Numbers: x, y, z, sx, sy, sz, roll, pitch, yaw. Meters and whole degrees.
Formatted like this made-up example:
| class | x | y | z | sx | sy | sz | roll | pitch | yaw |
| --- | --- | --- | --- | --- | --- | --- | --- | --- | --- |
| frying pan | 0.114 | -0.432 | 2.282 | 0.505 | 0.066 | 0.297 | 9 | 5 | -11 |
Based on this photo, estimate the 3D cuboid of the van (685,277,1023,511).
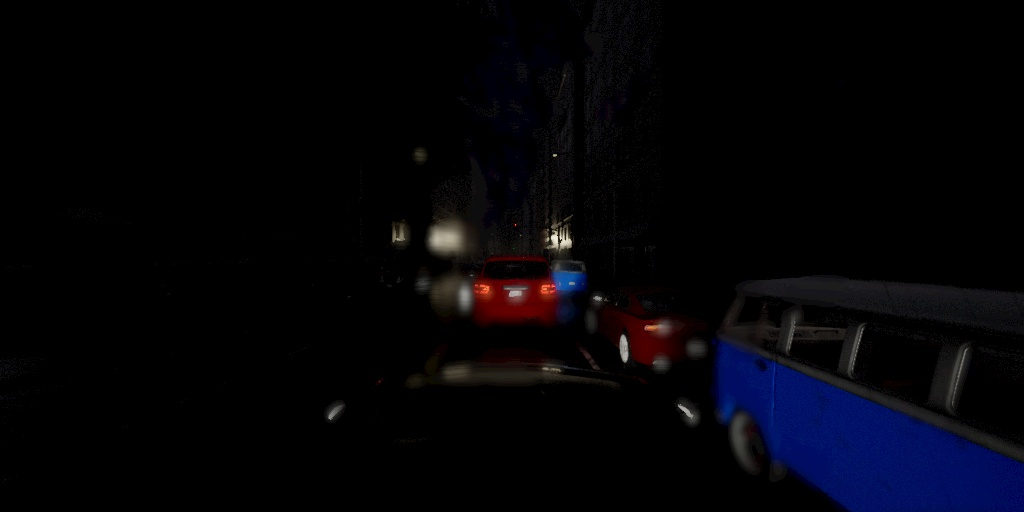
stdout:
| class | x | y | z | sx | sy | sz | roll | pitch | yaw |
| --- | --- | --- | --- | --- | --- | --- | --- | --- | --- |
| van | 2.856 | 1.091 | 2.107 | 1.690 | 1.789 | 3.998 | 0 | 0 | 0 |

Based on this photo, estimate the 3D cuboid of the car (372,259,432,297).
| class | x | y | z | sx | sy | sz | roll | pitch | yaw |
| --- | --- | --- | --- | --- | --- | --- | --- | --- | --- |
| car | -5.635 | 1.059 | 19.066 | 2.192 | 1.841 | 5.009 | 0 | 0 | 0 |

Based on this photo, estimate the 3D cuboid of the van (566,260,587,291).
| class | x | y | z | sx | sy | sz | roll | pitch | yaw |
| --- | --- | --- | --- | --- | --- | --- | --- | --- | --- |
| van | 2.890 | 1.085 | 19.089 | 1.690 | 1.789 | 3.998 | 0 | 0 | 0 |

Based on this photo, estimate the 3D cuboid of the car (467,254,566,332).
| class | x | y | z | sx | sy | sz | roll | pitch | yaw |
| --- | --- | --- | --- | --- | --- | --- | --- | --- | --- |
| car | 0.119 | 0.970 | 10.991 | 2.150 | 2.045 | 5.566 | 0 | 0 | 0 |

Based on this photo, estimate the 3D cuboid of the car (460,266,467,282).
| class | x | y | z | sx | sy | sz | roll | pitch | yaw |
| --- | --- | --- | --- | --- | --- | --- | --- | --- | --- |
| car | -2.955 | 1.302 | 28.822 | 1.994 | 1.385 | 4.181 | 0 | 0 | 0 |

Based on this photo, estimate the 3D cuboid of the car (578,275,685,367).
| class | x | y | z | sx | sy | sz | roll | pitch | yaw |
| --- | --- | --- | --- | --- | --- | --- | --- | --- | --- |
| car | 2.867 | 1.294 | 7.768 | 1.888 | 1.381 | 4.507 | 0 | 0 | 0 |
